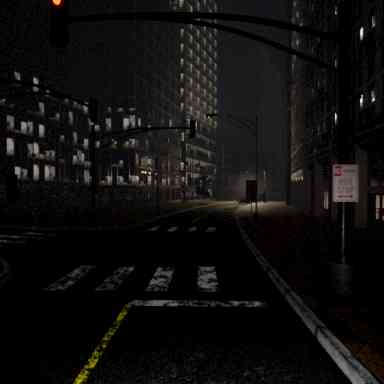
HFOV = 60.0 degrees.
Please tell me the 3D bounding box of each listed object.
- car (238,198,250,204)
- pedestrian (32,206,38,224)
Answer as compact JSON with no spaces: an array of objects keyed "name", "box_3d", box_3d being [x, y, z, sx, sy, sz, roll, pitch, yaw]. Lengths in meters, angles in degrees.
[{"name":"car","box_3d":[10.896,1.865,68.989,1.895,1.301,4.718,0,0,18]},{"name":"pedestrian","box_3d":[-9.376,1.345,19.873,0.500,1.100,0.500,0,0,17]}]
